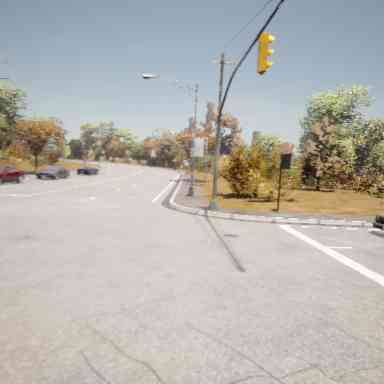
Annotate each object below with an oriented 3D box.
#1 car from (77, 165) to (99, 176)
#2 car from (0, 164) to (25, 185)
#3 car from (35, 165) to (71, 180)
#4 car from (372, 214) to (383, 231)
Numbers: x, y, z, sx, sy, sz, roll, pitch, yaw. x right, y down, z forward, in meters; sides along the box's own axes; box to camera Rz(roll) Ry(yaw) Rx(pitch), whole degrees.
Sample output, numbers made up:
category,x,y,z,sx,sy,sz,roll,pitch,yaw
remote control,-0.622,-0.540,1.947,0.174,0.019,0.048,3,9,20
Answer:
category,x,y,z,sx,sy,sz,roll,pitch,yaw
car,-14.563,-3.049,46.733,1.895,1.301,4.718,3,5,0
car,-14.507,-1.361,25.034,1.882,1.535,5.008,3,5,0
car,-14.555,-2.112,35.271,2.033,1.411,5.357,3,5,0
car,9.636,1.100,12.138,5.357,1.411,2.033,3,5,-4
